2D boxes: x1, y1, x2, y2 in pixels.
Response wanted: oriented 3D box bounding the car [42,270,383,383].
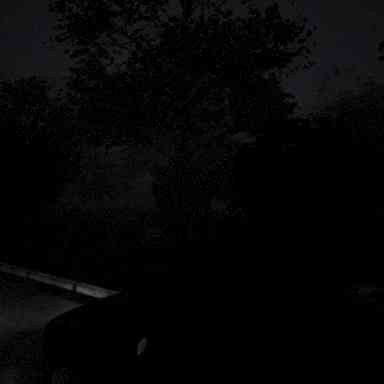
[{"bbox_3d":[0.693,1.478,2.883,5.008,1.535,1.882,0,0,35],"label":"car"}]
